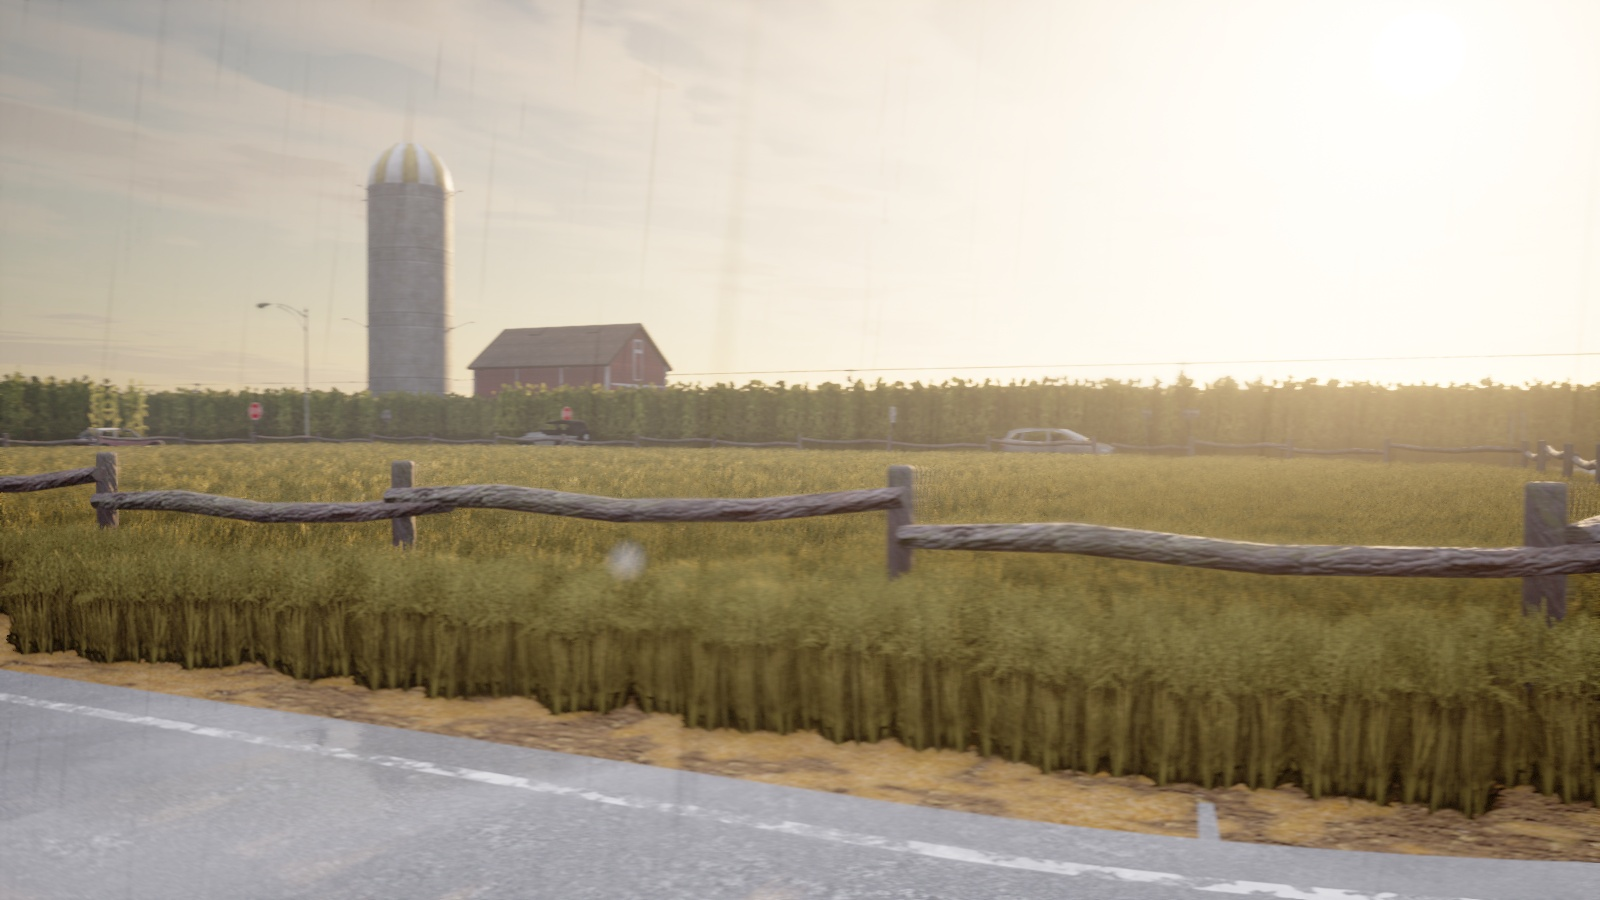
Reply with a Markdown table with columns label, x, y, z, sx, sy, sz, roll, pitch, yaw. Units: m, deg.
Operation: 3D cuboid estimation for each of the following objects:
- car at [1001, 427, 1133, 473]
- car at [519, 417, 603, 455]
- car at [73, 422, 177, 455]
| label | x | y | z | sx | sy | sz | roll | pitch | yaw |
| --- | --- | --- | --- | --- | --- | --- | --- | --- | --- |
| car | 10.457 | -0.038 | 49.233 | 4.611 | 1.667 | 2.242 | 1 | 1 | 28 |
| car | -12.361 | -0.726 | 64.898 | 3.866 | 1.878 | 1.905 | 2 | 1 | 28 |
| car | -31.562 | -0.558 | 58.817 | 1.970 | 1.475 | 3.806 | 1 | 1 | 28 |
